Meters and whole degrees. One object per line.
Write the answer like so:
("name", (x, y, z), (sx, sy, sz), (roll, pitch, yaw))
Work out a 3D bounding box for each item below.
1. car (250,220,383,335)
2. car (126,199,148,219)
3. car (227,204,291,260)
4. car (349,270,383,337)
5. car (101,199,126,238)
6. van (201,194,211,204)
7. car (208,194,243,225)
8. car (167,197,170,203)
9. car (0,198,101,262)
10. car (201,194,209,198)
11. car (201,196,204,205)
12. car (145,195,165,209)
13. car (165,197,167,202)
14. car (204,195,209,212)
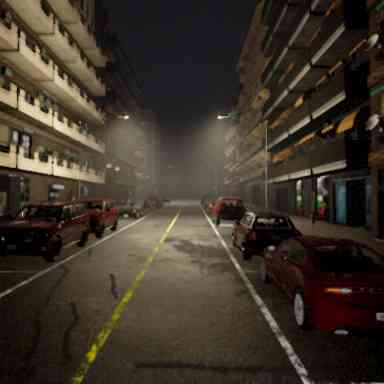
("car", (2.581, 1.535, 6.689), (1.887, 1.381, 4.507), (1, 0, 0))
("car", (-5.305, 1.540, 28.872), (1.947, 1.339, 4.313), (1, 0, 0))
("car", (2.590, 1.424, 12.221), (1.967, 1.590, 4.097), (1, 0, 0))
("car", (2.583, 1.543, 1.159), (1.887, 1.381, 4.507), (1, 0, 0))
("car", (-5.296, 1.295, 17.809), (2.192, 1.841, 5.009), (1, 0, 0))
("van", (2.538, 1.343, 62.003), (1.690, 1.788, 3.998), (1, 0, 0))
("car", (2.549, 1.290, 23.282), (2.192, 1.841, 5.009), (1, 0, 0))
("car", (-5.315, 1.597, 67.587), (1.802, 1.307, 4.206), (1, 0, 0))
("car", (-5.295, 1.300, 12.279), (2.192, 1.841, 5.009), (1, 0, 0))
("car", (2.540, 1.307, 56.471), (2.192, 1.841, 5.009), (1, 0, 0))
("car", (2.537, 1.561, 45.408), (1.802, 1.307, 4.206), (1, 0, 0))
("car", (-5.303, 1.295, 45.462), (2.192, 1.841, 5.009), (1, 0, 0))
("car", (-5.310, 1.530, 50.993), (1.887, 1.381, 4.507), (1, 0, 0))
("car", (2.543, 1.413, 34.346), (1.967, 1.590, 4.097), (1, 0, 0))
